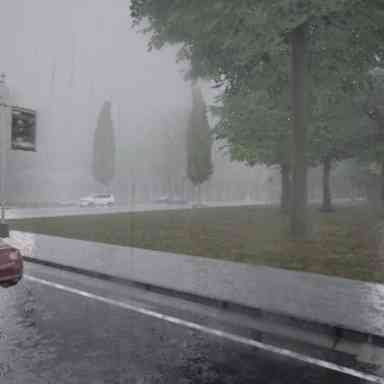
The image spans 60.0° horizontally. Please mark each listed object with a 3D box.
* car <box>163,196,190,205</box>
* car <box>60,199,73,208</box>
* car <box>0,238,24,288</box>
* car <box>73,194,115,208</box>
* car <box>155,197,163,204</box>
[{"bbox_3d":[-2.588,1.707,63.649,2.033,1.411,5.357,0,0,35],"label":"car"},{"bbox_3d":[-16.976,1.587,48.949,1.895,1.301,4.718,0,0,35],"label":"car"},{"bbox_3d":[-5.772,1.473,7.799,4.674,1.442,1.812,0,0,35],"label":"car"},{"bbox_3d":[-13.706,1.233,47.953,2.150,2.045,5.566,0,-1,35],"label":"car"},{"bbox_3d":[-5.279,1.619,65.472,1.882,1.535,5.008,0,0,35],"label":"car"}]
